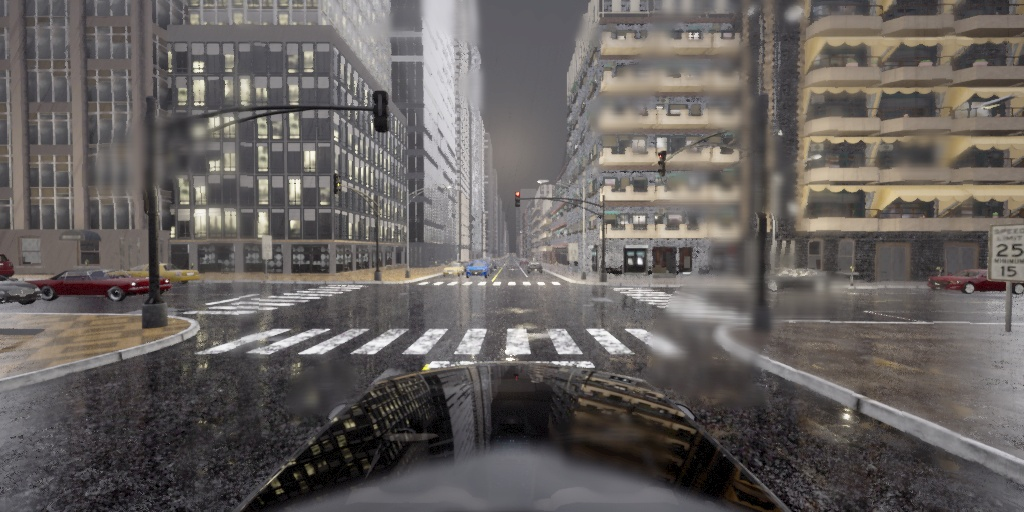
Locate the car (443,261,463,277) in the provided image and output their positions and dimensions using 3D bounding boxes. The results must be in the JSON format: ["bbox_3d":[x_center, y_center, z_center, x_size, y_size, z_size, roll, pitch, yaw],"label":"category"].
[{"bbox_3d":[-5.759,1.265,35.821,1.751,1.417,4.829,0,0,0],"label":"car"}]

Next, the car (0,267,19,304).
[{"bbox_3d":[-20.310,1.204,13.310,4.403,1.370,2.007,0,0,1],"label":"car"}]

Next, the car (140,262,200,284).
[{"bbox_3d":[-21.707,1.029,21.641,4.829,1.417,1.751,0,0,1],"label":"car"}]

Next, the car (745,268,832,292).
[{"bbox_3d":[16.270,1.376,21.218,4.403,1.370,2.007,0,0,1],"label":"car"}]

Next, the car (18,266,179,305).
[{"bbox_3d":[-18.052,1.231,15.833,4.718,1.301,1.895,0,1,1],"label":"car"}]

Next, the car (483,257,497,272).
[{"bbox_3d":[-3.174,1.230,43.318,2.128,1.511,4.902,0,0,0],"label":"car"}]

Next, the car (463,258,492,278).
[{"bbox_3d":[-3.155,1.218,33.627,1.882,1.535,5.008,0,0,-1],"label":"car"}]

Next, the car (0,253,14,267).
[{"bbox_3d":[-33.654,0.712,21.822,5.009,1.841,2.192,0,0,1],"label":"car"}]

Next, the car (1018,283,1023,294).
[{"bbox_3d":[21.694,1.576,12.773,4.313,1.339,1.948,0,0,1],"label":"car"}]

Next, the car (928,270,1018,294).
[{"bbox_3d":[27.336,1.462,21.085,4.507,1.381,1.888,0,0,1],"label":"car"}]

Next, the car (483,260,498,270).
[{"bbox_3d":[-3.192,1.337,53.608,1.895,1.301,4.718,0,0,0],"label":"car"}]

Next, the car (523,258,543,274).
[{"bbox_3d":[2.610,1.289,41.662,2.007,1.370,4.403,0,0,0],"label":"car"}]
